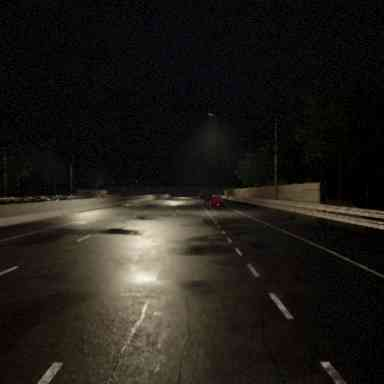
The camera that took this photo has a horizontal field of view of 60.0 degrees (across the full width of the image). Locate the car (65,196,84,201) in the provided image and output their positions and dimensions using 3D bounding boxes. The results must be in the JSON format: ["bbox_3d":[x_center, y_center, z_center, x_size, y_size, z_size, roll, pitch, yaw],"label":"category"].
[{"bbox_3d":[-21.010,1.493,60.948,1.882,1.535,5.008,0,0,0],"label":"car"}]

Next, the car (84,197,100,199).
[{"bbox_3d":[-17.516,1.577,60.468,1.994,1.385,4.181,0,0,0],"label":"car"}]

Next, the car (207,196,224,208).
[{"bbox_3d":[3.498,1.535,47.124,1.812,1.442,4.674,0,0,0],"label":"car"}]

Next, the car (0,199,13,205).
[{"bbox_3d":[-28.044,1.611,48.140,1.895,1.301,4.718,0,0,1],"label":"car"}]

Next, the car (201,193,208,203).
[{"bbox_3d":[3.498,1.504,72.475,1.882,1.535,5.008,0,0,0],"label":"car"}]

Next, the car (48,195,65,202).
[{"bbox_3d":[-24.508,1.370,60.931,2.097,1.767,4.553,0,0,0],"label":"car"}]
